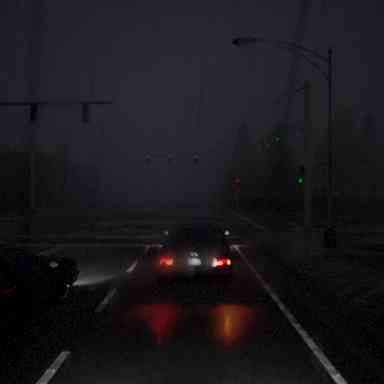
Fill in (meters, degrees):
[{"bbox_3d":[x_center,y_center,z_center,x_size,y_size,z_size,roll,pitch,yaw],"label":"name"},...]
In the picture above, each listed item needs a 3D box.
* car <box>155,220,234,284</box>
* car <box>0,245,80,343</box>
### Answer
[{"bbox_3d":[0.126,1.509,9.500,2.033,1.411,5.357,0,0,2],"label":"car"},{"bbox_3d":[-3.438,1.527,4.992,2.033,1.411,5.357,0,0,0],"label":"car"}]
